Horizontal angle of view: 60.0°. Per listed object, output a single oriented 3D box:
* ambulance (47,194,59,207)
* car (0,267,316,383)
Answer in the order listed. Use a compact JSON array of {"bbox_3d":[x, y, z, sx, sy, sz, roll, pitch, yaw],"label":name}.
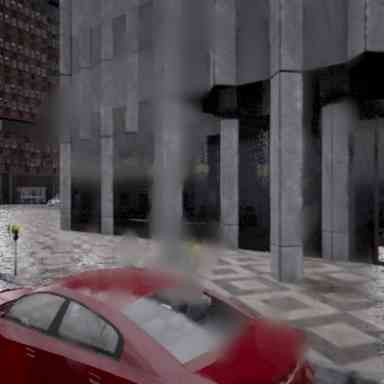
[{"bbox_3d":[-25.359,1.719,66.062,2.351,2.431,6.366,0,-1,35],"label":"ambulance"},{"bbox_3d":[-1.026,1.545,3.696,4.507,1.381,1.887,0,0,35],"label":"car"}]
